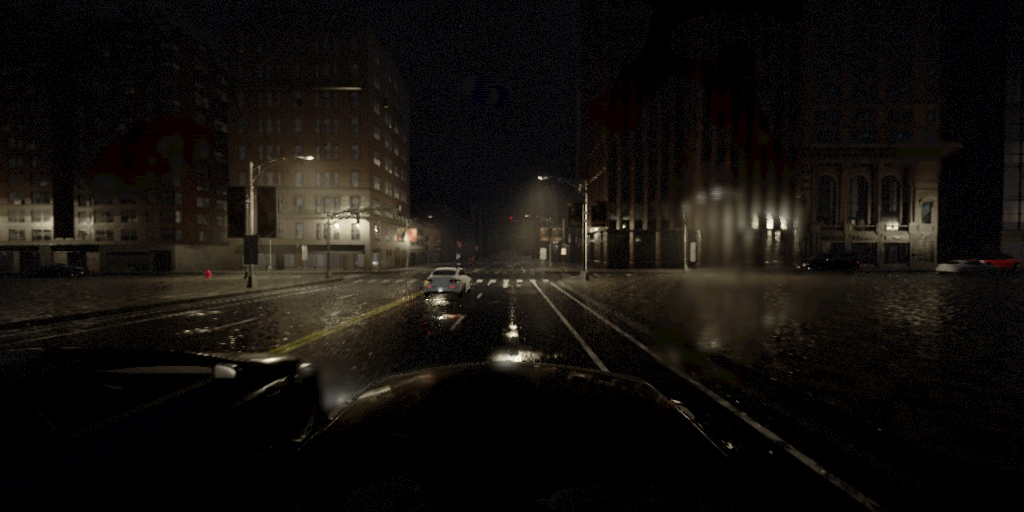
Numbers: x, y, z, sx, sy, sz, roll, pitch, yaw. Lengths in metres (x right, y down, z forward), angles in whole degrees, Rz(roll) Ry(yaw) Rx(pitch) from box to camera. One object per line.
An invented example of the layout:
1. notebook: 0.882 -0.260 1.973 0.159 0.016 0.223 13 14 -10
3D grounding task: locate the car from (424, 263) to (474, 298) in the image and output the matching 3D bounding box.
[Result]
1. car: -3.149 1.266 18.100 1.812 1.442 4.674 0 0 0

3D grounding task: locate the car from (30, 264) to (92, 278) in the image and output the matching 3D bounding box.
1. car: -43.626 1.466 34.734 4.181 1.385 1.994 0 1 1

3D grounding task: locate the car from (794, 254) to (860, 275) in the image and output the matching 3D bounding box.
1. car: 32.114 0.795 36.648 5.566 2.045 2.150 0 1 0

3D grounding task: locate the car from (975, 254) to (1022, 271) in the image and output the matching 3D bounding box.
1. car: 48.627 0.581 36.614 4.553 1.767 2.097 0 1 0

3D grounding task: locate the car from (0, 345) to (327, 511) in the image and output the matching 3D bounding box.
1. car: -3.151 1.313 2.489 1.994 1.385 4.181 0 0 0

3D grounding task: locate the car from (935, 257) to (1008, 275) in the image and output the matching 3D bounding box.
1. car: 42.610 1.111 33.565 4.674 1.442 1.812 0 1 0
